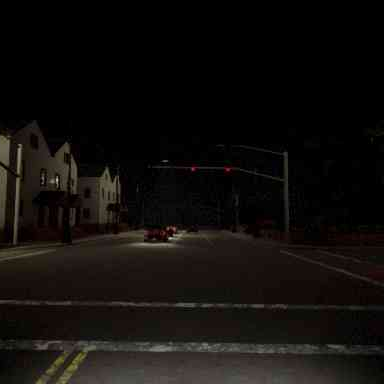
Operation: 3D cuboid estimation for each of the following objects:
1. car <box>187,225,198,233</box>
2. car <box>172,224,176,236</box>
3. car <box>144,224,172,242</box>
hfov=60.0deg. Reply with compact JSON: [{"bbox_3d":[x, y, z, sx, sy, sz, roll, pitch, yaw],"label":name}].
[{"bbox_3d":[0.096,6.472,57.910,2.033,1.411,5.357,0,-5,0],"label":"car"},{"bbox_3d":[-3.513,5.176,43.427,1.994,1.385,4.181,0,-5,0],"label":"car"},{"bbox_3d":[-3.529,4.074,33.505,2.097,1.767,4.553,0,-5,0],"label":"car"}]
